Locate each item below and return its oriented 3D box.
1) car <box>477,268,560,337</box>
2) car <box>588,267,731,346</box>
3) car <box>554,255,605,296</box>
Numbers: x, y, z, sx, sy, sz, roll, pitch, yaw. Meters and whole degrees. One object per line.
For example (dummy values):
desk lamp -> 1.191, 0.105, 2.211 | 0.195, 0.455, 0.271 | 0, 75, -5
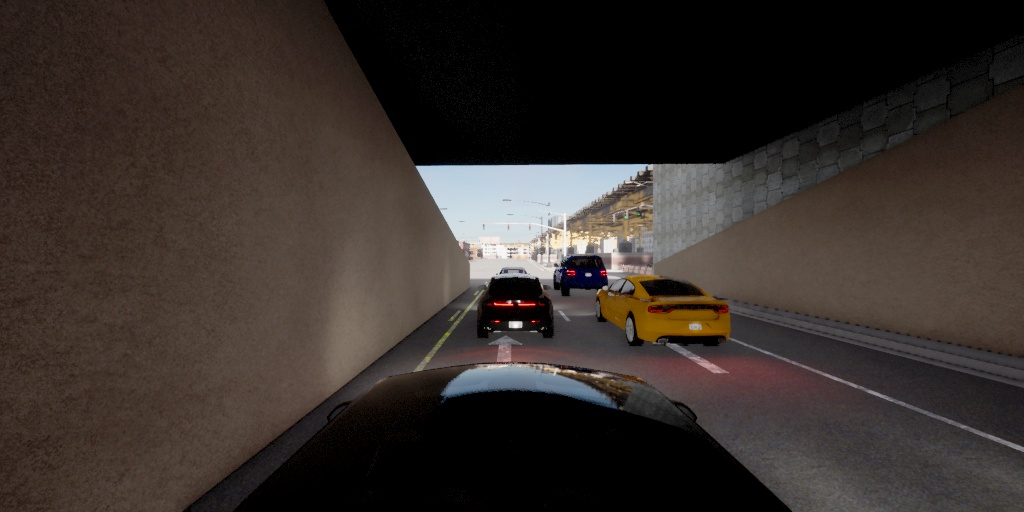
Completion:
car -> 0.076, 1.255, 10.258 | 1.837, 1.490, 4.892 | 0, 0, 0
car -> 3.574, 1.228, 9.459 | 1.882, 1.535, 5.008 | 0, 0, 0
car -> 3.568, 0.971, 19.429 | 2.150, 2.045, 5.566 | 0, 0, 0
